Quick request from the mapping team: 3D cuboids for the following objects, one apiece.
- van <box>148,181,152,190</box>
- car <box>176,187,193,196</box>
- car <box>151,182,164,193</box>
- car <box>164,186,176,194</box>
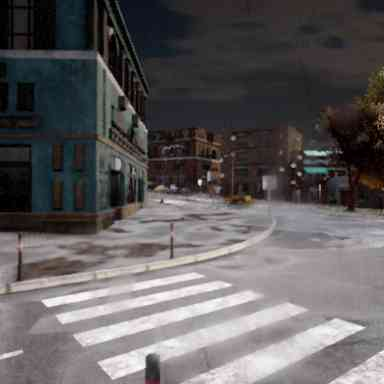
[{"bbox_3d":[-8.648,-1.218,70.442,1.878,1.987,4.442,6,2,12],"label":"van"},{"bbox_3d":[-0.964,-0.098,65.544,2.231,1.521,4.892,6,2,12],"label":"car"},{"bbox_3d":[-6.148,-0.694,68.557,1.946,1.575,5.366,6,2,12],"label":"car"},{"bbox_3d":[-3.537,-0.356,67.147,2.002,1.452,4.674,6,2,12],"label":"car"}]
